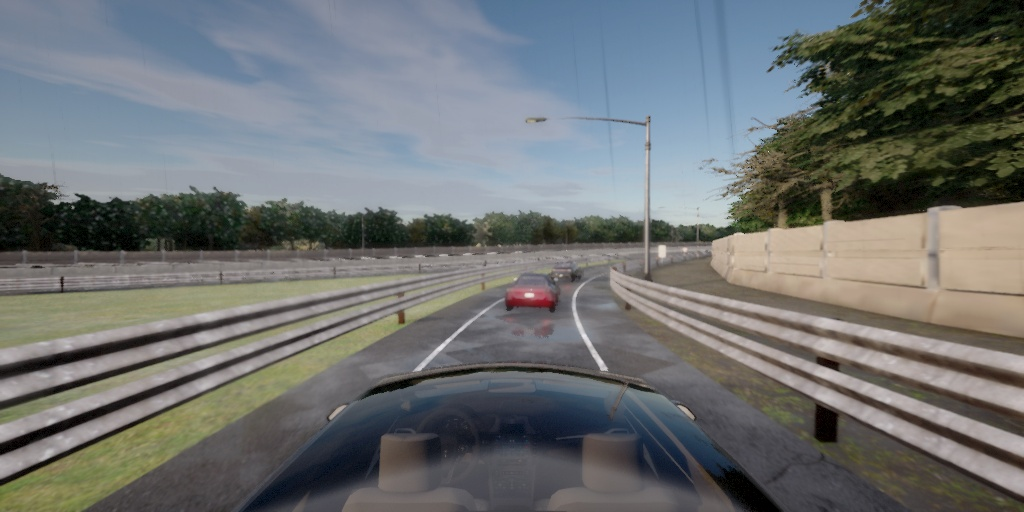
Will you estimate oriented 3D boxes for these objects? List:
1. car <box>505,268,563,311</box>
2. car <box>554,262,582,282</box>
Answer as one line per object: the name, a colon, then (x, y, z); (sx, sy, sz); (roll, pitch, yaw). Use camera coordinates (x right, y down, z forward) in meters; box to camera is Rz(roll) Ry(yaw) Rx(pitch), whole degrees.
car: (0.965, 1.398, 15.030); (1.994, 1.385, 4.181); (0, 0, 10)
car: (4.490, 1.242, 29.147); (2.128, 1.511, 4.902); (1, 1, 20)
